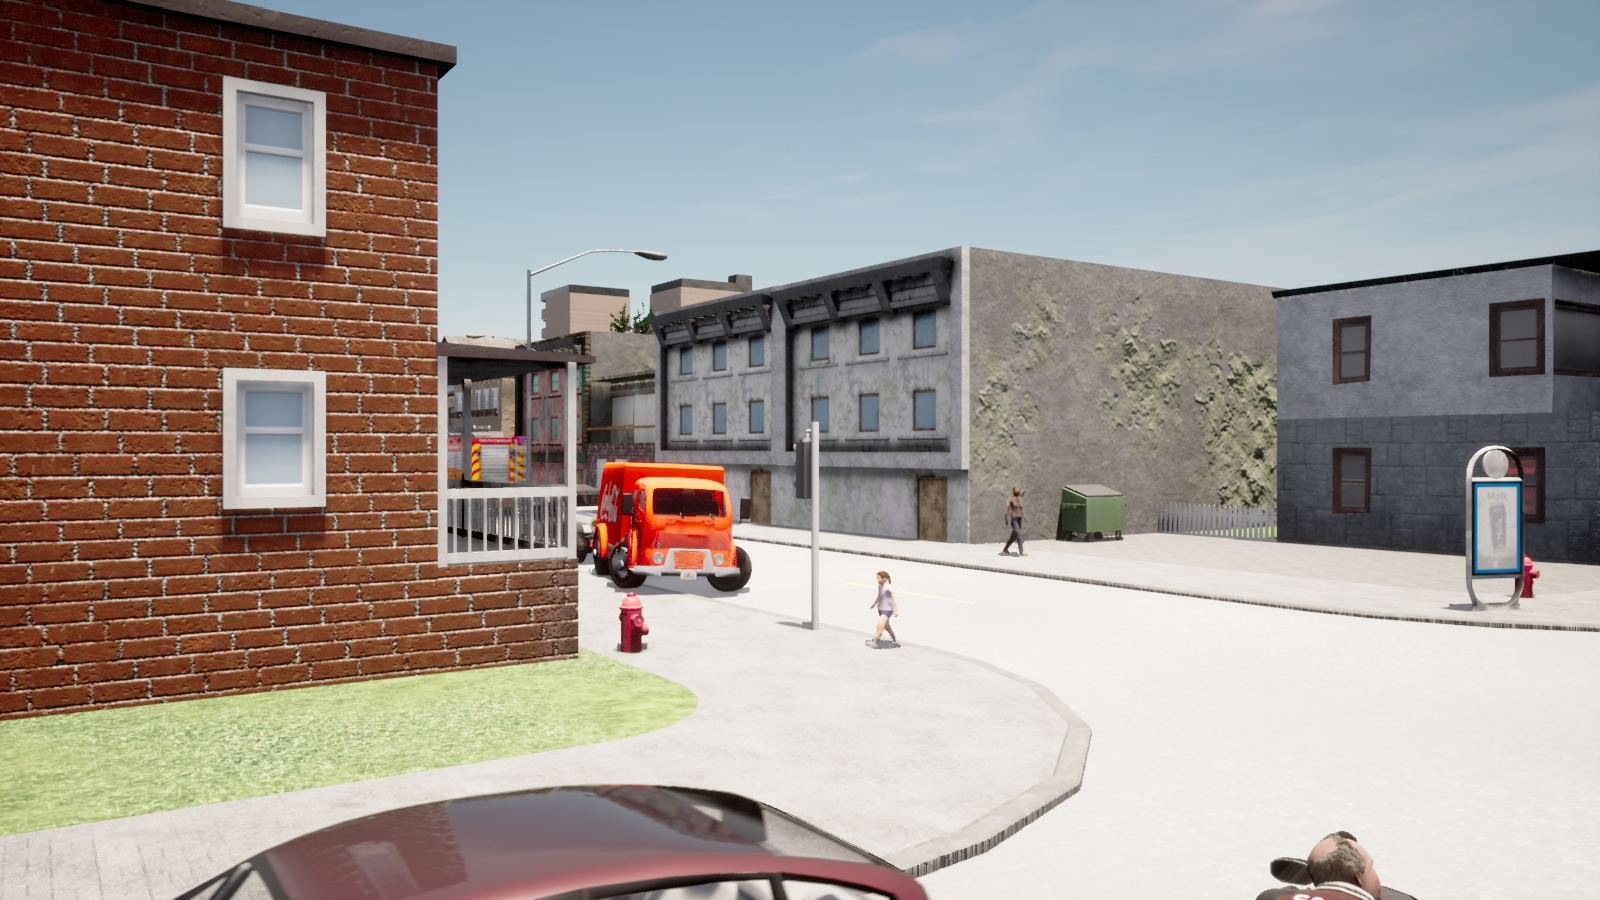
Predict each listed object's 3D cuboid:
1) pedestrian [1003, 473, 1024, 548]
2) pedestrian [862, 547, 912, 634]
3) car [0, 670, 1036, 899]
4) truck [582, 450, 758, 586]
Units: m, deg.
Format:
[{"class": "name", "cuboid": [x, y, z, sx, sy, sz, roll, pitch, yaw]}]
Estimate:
[{"class": "pedestrian", "cuboid": [5.412, 1.525, 28.975, 0.375, 1.860, 0.375, 0, 0, -28]}, {"class": "pedestrian", "cuboid": [1.177, 1.897, 15.549, 0.500, 1.100, 0.500, 0, 0, -23]}, {"class": "car", "cuboid": [-1.233, 1.808, 3.619, 3.705, 1.549, 1.789, 0, 0, -34]}, {"class": "truck", "cuboid": [-2.868, 1.294, 23.855, 2.627, 2.467, 5.204, 3, -1, -17]}]
